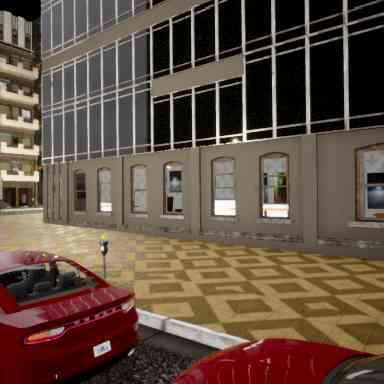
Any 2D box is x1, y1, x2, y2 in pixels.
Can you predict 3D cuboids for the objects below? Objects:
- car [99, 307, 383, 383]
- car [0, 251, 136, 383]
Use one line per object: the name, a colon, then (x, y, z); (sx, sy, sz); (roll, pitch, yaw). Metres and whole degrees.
car: (1.796, 1.545, 1.603); (4.507, 1.381, 1.887); (0, -1, 36)
car: (-2.774, 1.546, 4.869); (4.507, 1.381, 1.887); (0, -1, 36)
